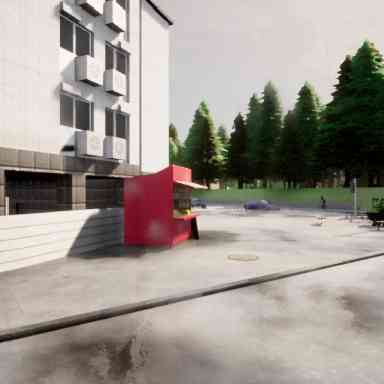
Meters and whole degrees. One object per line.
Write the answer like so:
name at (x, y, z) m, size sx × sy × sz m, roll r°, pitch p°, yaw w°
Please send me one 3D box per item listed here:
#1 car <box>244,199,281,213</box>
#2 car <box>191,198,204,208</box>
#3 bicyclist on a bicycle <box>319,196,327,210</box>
car at (7.820, 1.525, 37.497) m, size 1.812 × 1.442 × 4.674 m, roll 0°, pitch 0°, yaw -35°
car at (0.087, 1.564, 48.409) m, size 1.994 × 1.385 × 4.181 m, roll 0°, pitch 0°, yaw -35°
bicyclist on a bicycle at (15.946, 1.349, 40.557) m, size 1.656 × 1.620 × 0.582 m, roll 0°, pitch 0°, yaw -35°
